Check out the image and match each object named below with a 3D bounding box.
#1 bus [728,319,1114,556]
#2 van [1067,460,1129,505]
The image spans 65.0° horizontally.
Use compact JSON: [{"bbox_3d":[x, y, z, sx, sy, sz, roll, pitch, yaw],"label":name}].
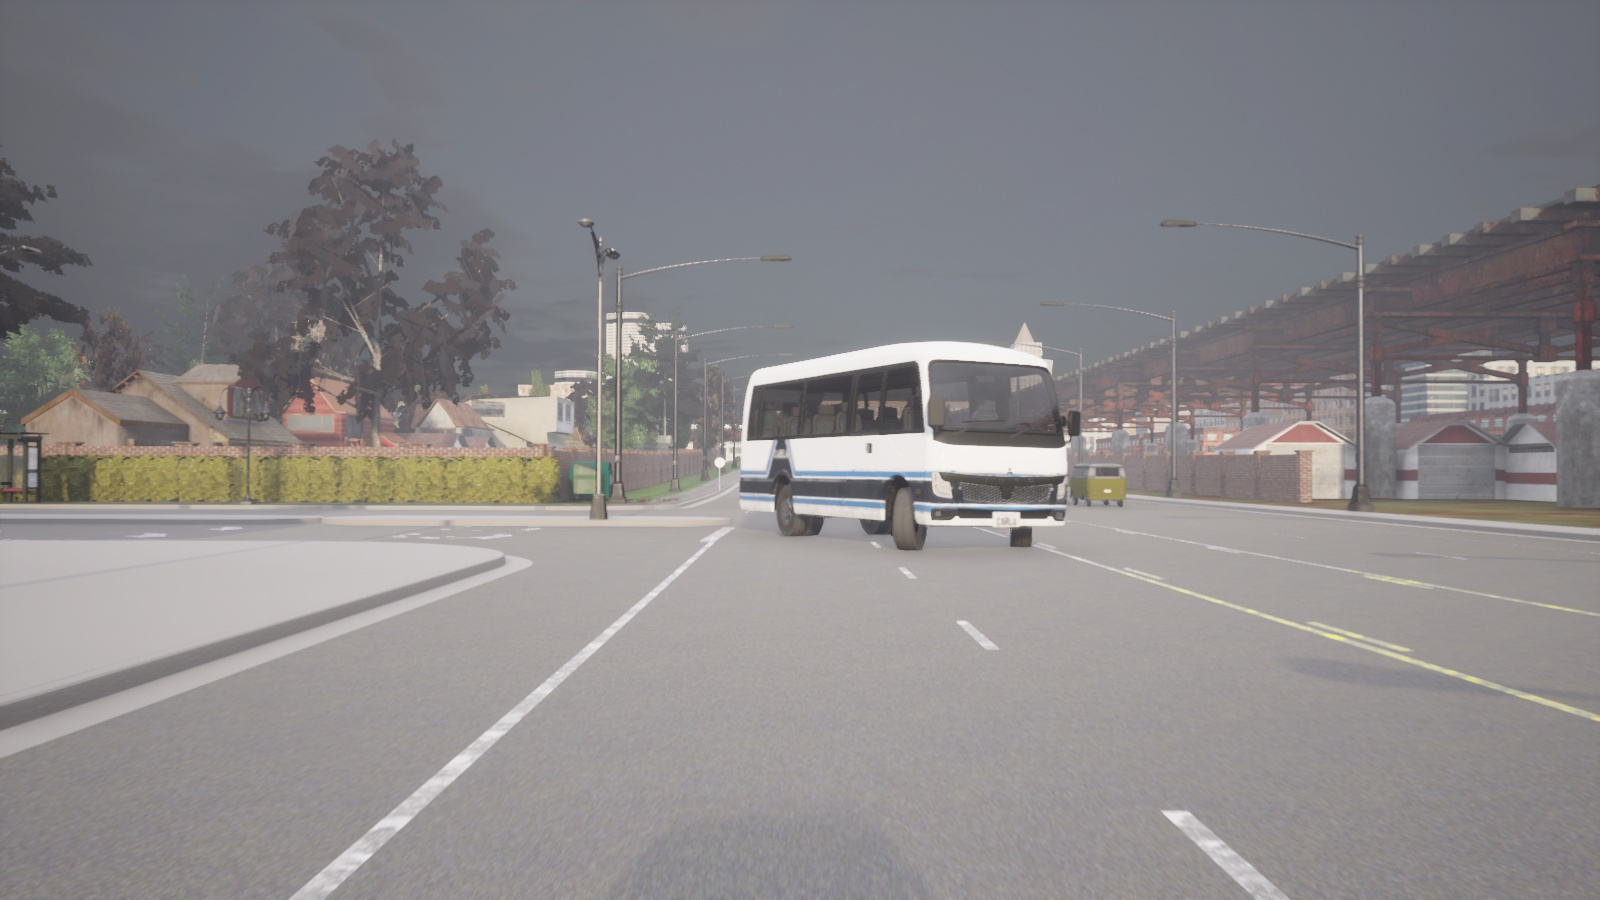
[{"bbox_3d":[2.111,-0.102,28.000,3.944,4.253,10.273,1,-1,-24],"label":"bus"},{"bbox_3d":[13.690,1.484,58.008,1.775,1.987,4.442,0,-1,0],"label":"van"}]
